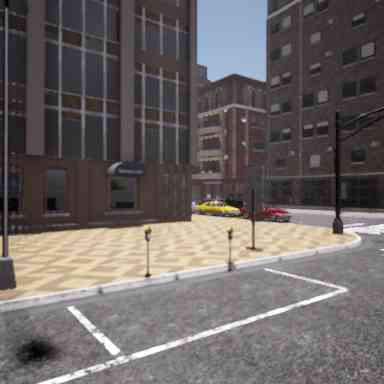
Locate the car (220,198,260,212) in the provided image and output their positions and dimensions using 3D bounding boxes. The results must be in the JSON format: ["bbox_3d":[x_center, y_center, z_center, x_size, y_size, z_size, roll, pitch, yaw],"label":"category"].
[{"bbox_3d":[5.579,1.464,39.159,1.752,1.417,4.829,0,0,-36],"label":"car"}]

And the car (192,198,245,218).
[{"bbox_3d":[2.270,1.442,29.396,1.752,1.417,4.829,0,0,-36],"label":"car"}]

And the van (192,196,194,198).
[{"bbox_3d":[-1.130,1.249,34.137,1.690,1.788,3.998,0,0,-36],"label":"van"}]

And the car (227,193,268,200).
[{"bbox_3d":[5.282,1.150,29.644,2.150,2.045,5.566,0,0,-36],"label":"car"}]

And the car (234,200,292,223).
[{"bbox_3d":[5.471,1.509,24.933,1.802,1.307,4.206,0,0,-36],"label":"car"}]
